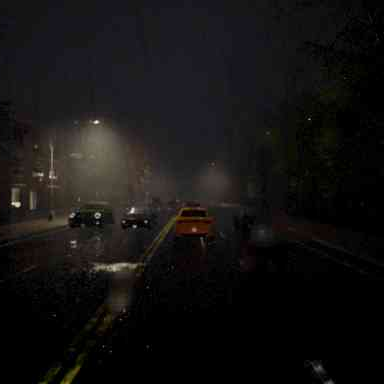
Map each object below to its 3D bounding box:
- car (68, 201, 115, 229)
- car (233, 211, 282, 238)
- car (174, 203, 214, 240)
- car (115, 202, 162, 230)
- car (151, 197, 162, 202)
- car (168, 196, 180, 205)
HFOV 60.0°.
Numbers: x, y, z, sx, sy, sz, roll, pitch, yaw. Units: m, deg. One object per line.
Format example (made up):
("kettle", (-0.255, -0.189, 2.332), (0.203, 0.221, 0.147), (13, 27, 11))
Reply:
("car", (-6.599, 1.449, 22.381), (2.097, 1.767, 4.553), (0, 0, 0))
("car", (3.350, 1.679, 18.049), (1.895, 1.301, 4.718), (0, 0, 0))
("car", (0.100, 1.553, 17.393), (1.882, 1.535, 5.008), (0, 0, 0))
("car", (-3.351, 1.643, 22.104), (2.033, 1.411, 5.357), (0, 0, 0))
("car", (-6.675, 1.778, 63.218), (1.837, 1.490, 4.892), (0, 0, 0))
("car", (-3.427, 1.626, 63.364), (2.097, 1.767, 4.553), (0, 0, -1))
